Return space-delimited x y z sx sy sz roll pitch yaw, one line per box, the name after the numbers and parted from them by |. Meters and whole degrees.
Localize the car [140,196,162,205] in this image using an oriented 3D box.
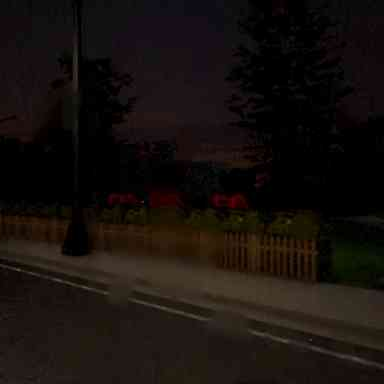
-6.959 1.480 55.229 1.837 1.490 4.892 0 0 36 | car
